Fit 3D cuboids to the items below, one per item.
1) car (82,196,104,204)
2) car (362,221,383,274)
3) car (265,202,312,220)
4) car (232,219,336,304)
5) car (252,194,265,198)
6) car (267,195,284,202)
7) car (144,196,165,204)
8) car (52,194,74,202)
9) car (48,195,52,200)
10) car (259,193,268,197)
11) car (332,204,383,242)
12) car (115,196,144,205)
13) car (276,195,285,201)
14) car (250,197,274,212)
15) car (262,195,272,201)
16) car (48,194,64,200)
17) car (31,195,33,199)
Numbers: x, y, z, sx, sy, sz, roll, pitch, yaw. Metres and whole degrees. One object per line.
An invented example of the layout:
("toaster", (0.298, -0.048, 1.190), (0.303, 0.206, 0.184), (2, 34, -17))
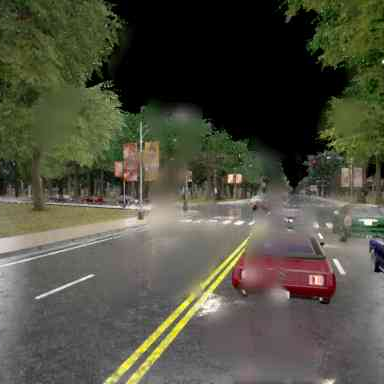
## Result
("car", (-18.135, 1.426, 61.051), (4.718, 1.301, 1.895), (0, 0, 41))
("car", (5.501, 1.601, 7.628), (1.895, 1.301, 4.718), (0, 0, 17))
("car", (5.008, 1.506, 17.104), (1.837, 1.490, 4.892), (0, 0, 17))
("car", (2.295, 1.601, 8.251), (1.895, 1.301, 4.718), (0, 0, 17))
("car", (11.897, 1.536, 61.444), (1.812, 1.442, 4.674), (0, 0, 18))
("car", (15.673, 1.558, 62.569), (2.033, 1.411, 5.357), (0, 0, 18))
("car", (-6.954, 1.394, 60.199), (4.674, 1.442, 1.812), (0, 0, 41))
("car", (-25.856, 1.303, 67.676), (4.674, 1.442, 1.812), (0, 0, 40))
("car", (-31.488, 1.263, 76.726), (4.674, 1.442, 1.812), (0, 0, 40))
("car", (15.629, 1.239, 73.158), (2.150, 2.045, 5.566), (0, 0, 17))
("car", (8.139, 1.353, 16.222), (2.097, 1.767, 4.553), (0, 0, 17))
("car", (-10.727, 1.364, 54.745), (4.902, 1.511, 2.128), (0, 0, 41))
("car", (22.241, 1.557, 83.414), (2.033, 1.411, 5.357), (0, 0, 17))
("car", (8.079, 1.598, 38.619), (1.895, 1.301, 4.718), (0, 0, 18))
("car", (18.782, 1.556, 83.241), (2.033, 1.411, 5.357), (0, 0, 17))
("car", (-34.105, 1.269, 83.214), (4.181, 1.385, 1.994), (0, 0, 40))
("car", (-39.068, 1.257, 83.166), (4.181, 1.385, 1.994), (0, 0, 40))
